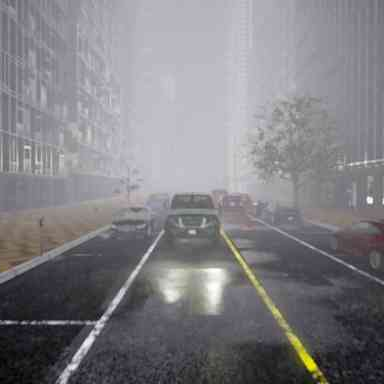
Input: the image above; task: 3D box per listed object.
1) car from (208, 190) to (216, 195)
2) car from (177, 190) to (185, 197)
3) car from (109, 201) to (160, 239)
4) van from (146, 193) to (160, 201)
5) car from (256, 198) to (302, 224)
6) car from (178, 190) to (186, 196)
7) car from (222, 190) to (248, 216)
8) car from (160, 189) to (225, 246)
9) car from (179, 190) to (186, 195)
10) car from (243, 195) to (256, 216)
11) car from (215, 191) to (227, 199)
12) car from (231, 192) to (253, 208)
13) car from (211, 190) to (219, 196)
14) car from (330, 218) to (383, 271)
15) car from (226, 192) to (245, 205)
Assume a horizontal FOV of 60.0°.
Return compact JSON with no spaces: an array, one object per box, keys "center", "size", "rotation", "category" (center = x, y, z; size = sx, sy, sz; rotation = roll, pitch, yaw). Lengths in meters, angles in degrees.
[{"center":[5.809,0.102,95.423],"size":[1.947,1.339,4.313],"rotation":[0,1,0],"category":"car"},{"center":[-2.593,0.355,78.365],"size":[1.887,1.381,4.507],"rotation":[0,1,0],"category":"car"},{"center":[-2.672,1.328,15.753],"size":[2.008,1.369,4.403],"rotation":[0,1,0],"category":"car"},{"center":[-2.657,0.952,27.134],"size":[1.690,1.788,3.998],"rotation":[0,1,0],"category":"van"},{"center":[5.716,1.254,21.431],"size":[2.008,1.369,4.403],"rotation":[0,1,0],"category":"car"},{"center":[-2.586,0.298,84.059],"size":[1.802,1.307,4.206],"rotation":[0,1,0],"category":"car"},{"center":[3.091,0.960,27.695],"size":[2.097,1.767,4.553],"rotation":[0,1,1],"category":"car"},{"center":[0.016,1.014,14.611],"size":[2.150,2.045,5.566],"rotation":[0,1,0],"category":"car"},{"center":[-2.571,0.072,95.441],"size":[1.887,1.381,4.507],"rotation":[0,1,0],"category":"car"},{"center":[5.723,1.170,27.123],"size":[2.008,1.369,4.403],"rotation":[0,1,0],"category":"car"},{"center":[5.773,0.548,66.965],"size":[1.887,1.381,4.507],"rotation":[0,1,0],"category":"car"},{"center":[5.738,0.886,38.505],"size":[1.967,1.590,4.097],"rotation":[0,1,0],"category":"car"},{"center":[5.795,0.291,84.040],"size":[1.947,1.339,4.313],"rotation":[0,1,0],"category":"car"},{"center":[5.701,1.447,10.048],"size":[1.802,1.307,4.206],"rotation":[0,1,0],"category":"car"},{"center":[5.744,0.799,44.196],"size":[1.967,1.590,4.097],"rotation":[0,1,0],"category":"car"}]
